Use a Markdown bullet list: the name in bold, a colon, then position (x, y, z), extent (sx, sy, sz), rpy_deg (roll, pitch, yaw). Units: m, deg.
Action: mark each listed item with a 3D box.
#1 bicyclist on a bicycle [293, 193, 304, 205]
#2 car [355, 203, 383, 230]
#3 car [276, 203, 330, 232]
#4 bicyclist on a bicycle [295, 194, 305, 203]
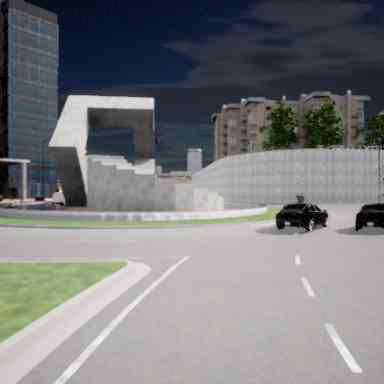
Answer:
- **bicyclist on a bicycle**: position (16.341, 1.106, 51.172), extent (1.656, 1.620, 0.582), rpy_deg (-11, 7, -35)
- **car**: position (10.874, 1.423, 19.262), extent (1.837, 1.490, 4.892), rpy_deg (0, 0, 39)
- **car**: position (6.514, 1.400, 19.339), extent (1.837, 1.490, 4.892), rpy_deg (0, 0, 38)
- **bicyclist on a bicycle**: position (16.726, 1.148, 50.682), extent (1.656, 1.620, 0.582), rpy_deg (-6, 13, -33)
